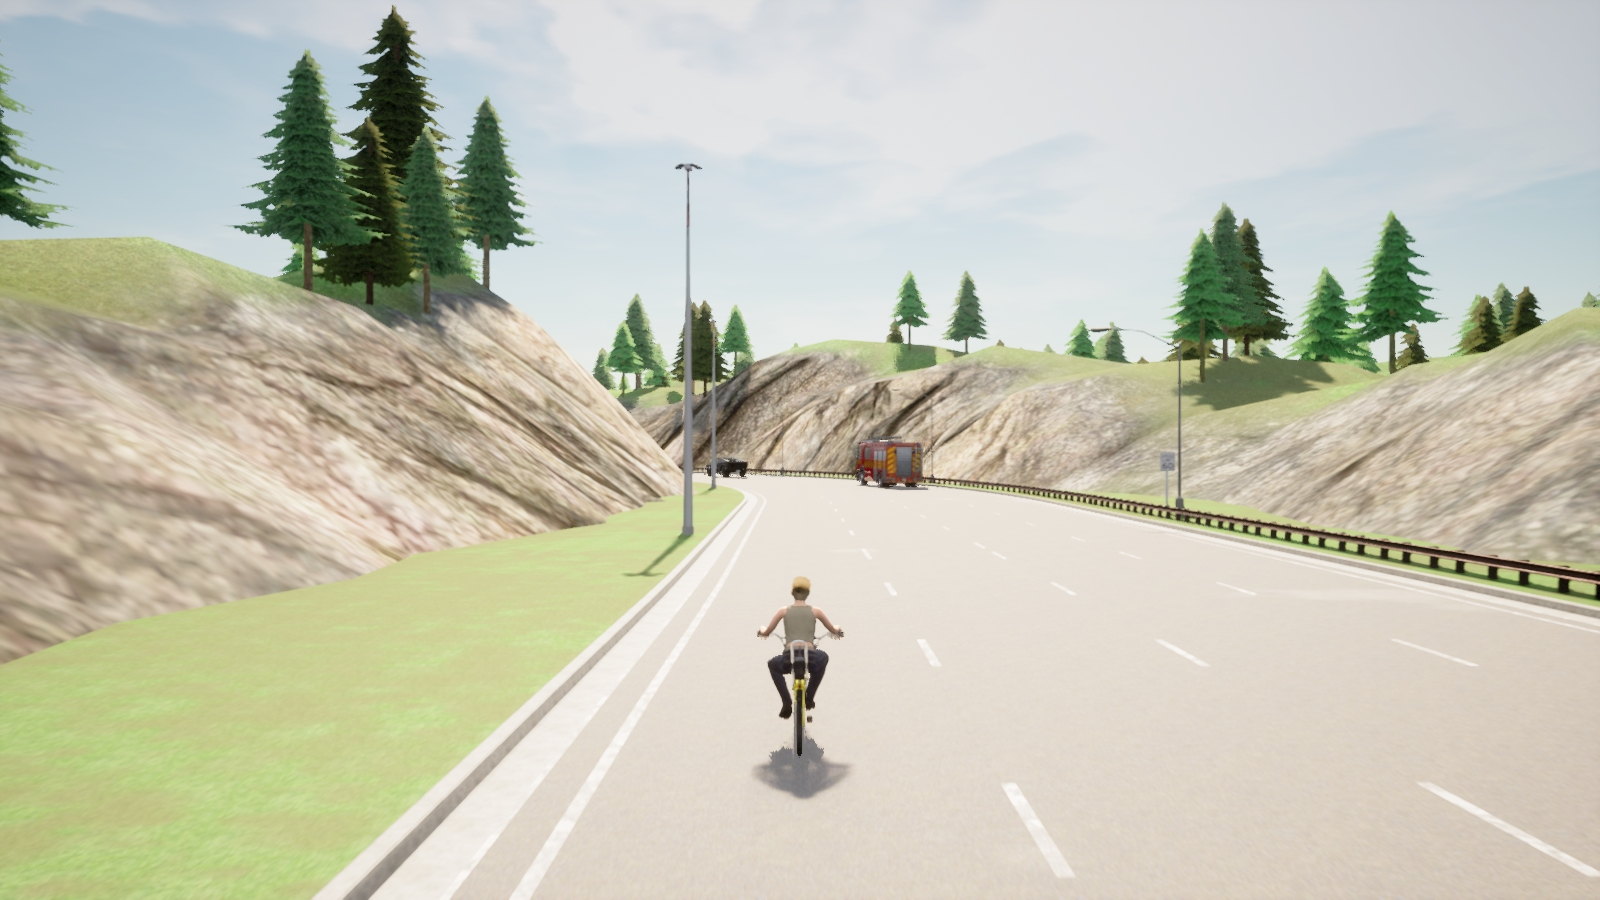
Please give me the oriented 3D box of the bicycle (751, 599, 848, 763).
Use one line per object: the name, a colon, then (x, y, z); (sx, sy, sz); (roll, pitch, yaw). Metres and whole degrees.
bicycle: (0.003, 2.159, 10.945); (0.859, 1.276, 1.487); (0, 0, 1)
